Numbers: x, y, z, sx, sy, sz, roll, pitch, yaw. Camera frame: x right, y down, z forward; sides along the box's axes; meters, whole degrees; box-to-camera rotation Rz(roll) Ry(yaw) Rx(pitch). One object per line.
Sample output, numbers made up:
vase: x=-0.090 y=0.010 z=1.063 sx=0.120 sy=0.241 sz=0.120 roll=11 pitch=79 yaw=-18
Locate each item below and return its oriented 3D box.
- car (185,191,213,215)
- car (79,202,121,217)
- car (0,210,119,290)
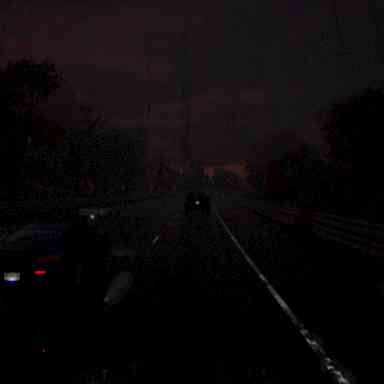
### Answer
car: x=0.558 y=0.973 z=30.272 sx=2.150 sy=2.045 sz=5.566 roll=0 pitch=0 yaw=2
car: x=-6.652 y=1.366 z=24.650 sx=1.895 sy=1.301 sz=4.718 roll=0 pitch=0 yaw=2
car: x=-3.439 y=1.436 z=8.695 sx=1.812 sy=1.442 sz=4.674 roll=0 pitch=0 yaw=0
